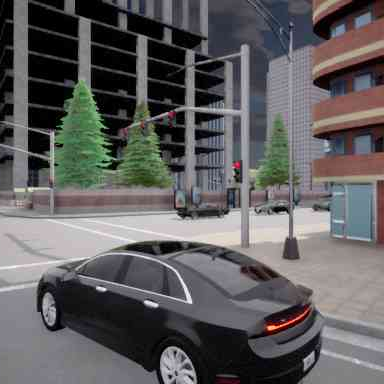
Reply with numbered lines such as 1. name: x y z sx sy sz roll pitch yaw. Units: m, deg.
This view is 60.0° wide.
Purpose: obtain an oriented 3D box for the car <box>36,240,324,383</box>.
1. car: -0.602 1.505 5.065 4.892 1.490 1.837 0 0 41

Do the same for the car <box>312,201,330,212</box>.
1. car: 16.663 1.407 40.295 4.553 1.767 2.097 0 0 -35

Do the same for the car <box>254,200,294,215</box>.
1. car: 8.566 1.547 34.543 4.902 1.511 2.128 0 0 -35

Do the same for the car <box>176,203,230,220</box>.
1. car: 0.973 1.656 29.125 4.718 1.301 1.895 0 0 -36
